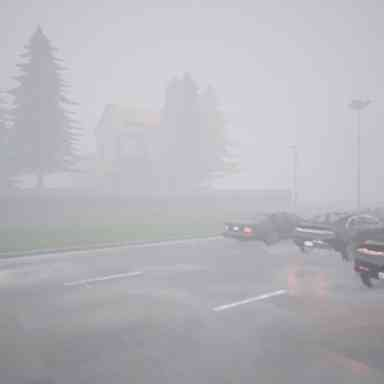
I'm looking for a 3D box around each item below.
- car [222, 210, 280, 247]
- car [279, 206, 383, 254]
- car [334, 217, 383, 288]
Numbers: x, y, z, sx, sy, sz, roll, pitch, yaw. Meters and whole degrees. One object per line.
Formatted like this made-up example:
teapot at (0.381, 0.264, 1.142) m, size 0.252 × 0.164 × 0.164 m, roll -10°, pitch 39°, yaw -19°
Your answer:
car at (3.850, 1.550, 15.178) m, size 5.357 × 1.411 × 2.033 m, roll 0°, pitch 0°, yaw -36°
car at (5.783, 1.489, 12.284) m, size 4.902 × 1.511 × 2.128 m, roll 0°, pitch 0°, yaw -36°
car at (5.844, 1.486, 8.014) m, size 4.902 × 1.511 × 2.128 m, roll 0°, pitch 0°, yaw -36°
